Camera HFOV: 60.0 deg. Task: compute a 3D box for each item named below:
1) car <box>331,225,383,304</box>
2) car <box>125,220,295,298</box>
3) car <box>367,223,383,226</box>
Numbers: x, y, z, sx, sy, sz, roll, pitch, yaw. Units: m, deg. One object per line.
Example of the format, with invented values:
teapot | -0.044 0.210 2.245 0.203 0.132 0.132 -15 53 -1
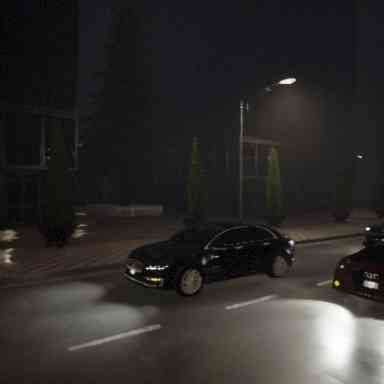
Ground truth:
car | 5.081 1.627 7.593 4.181 1.385 1.994 1 0 -36
car | 0.674 1.548 8.754 4.892 1.490 1.837 1 -1 -35
car | 9.912 1.727 15.285 4.718 1.301 1.895 1 0 -35
